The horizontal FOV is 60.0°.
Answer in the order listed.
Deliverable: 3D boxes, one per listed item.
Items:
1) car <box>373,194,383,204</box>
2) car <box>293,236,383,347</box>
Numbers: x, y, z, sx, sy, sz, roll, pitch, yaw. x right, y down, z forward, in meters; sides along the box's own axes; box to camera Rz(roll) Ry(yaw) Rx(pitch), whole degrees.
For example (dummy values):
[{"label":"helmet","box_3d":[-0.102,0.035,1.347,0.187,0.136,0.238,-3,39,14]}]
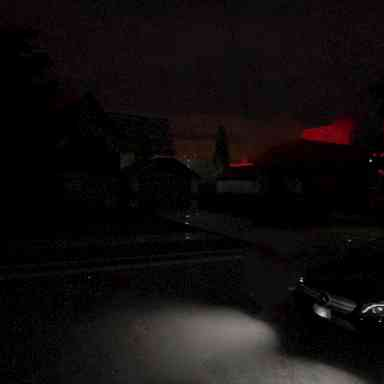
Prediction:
[{"label":"car","box_3d":[31.299,1.150,52.718,2.097,1.767,4.553,1,1,-25]},{"label":"car","box_3d":[3.971,1.504,5.857,4.674,1.442,1.812,1,1,-27]}]
